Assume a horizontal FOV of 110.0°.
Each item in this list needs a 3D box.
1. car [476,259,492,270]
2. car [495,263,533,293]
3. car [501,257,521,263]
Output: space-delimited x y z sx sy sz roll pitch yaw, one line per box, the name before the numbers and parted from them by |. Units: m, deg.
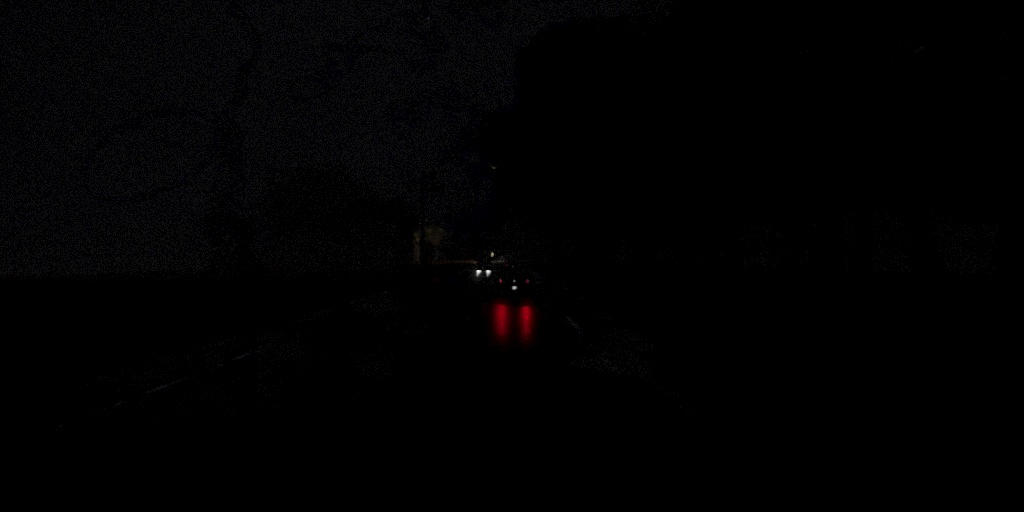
car | -3.546 1.037 46.427 2.033 1.411 5.357 0 0 1
car | 0.109 1.223 19.381 1.895 1.301 4.718 0 0 0
car | 0.105 1.077 40.247 1.994 1.385 4.181 0 0 0
